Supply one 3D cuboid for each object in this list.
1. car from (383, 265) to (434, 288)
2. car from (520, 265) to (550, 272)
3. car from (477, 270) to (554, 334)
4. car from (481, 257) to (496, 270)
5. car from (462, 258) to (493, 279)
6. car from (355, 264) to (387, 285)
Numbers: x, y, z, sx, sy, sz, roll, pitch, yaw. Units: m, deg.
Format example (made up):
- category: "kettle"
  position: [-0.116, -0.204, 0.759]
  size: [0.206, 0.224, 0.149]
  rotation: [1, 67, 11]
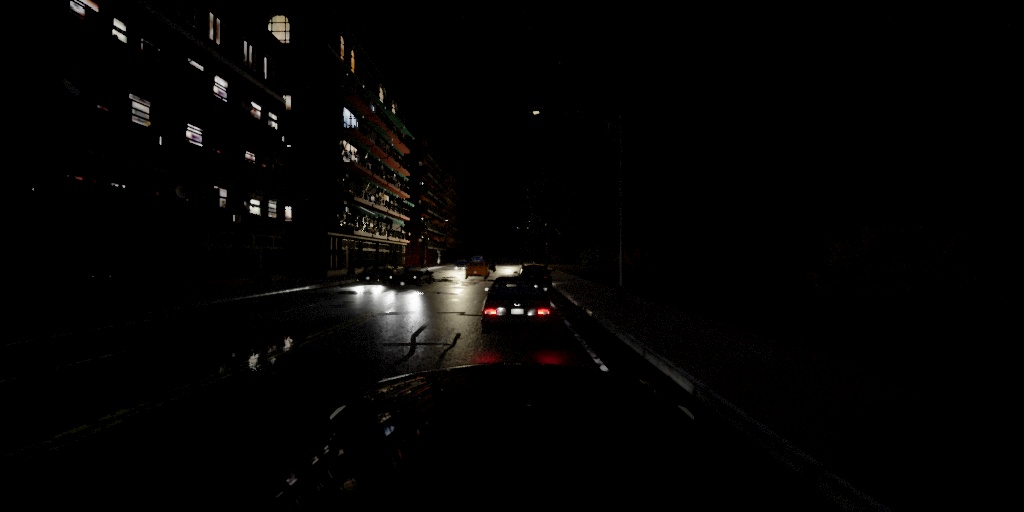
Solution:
- category: "car"
  position: [-6.552, 1.353, 23.665]
  size: [1.895, 1.301, 4.718]
  rotation: [0, 0, 0]
- category: "car"
  position: [1.177, 1.257, 20.272]
  size: [1.837, 1.490, 4.892]
  rotation: [0, 0, 0]
- category: "car"
  position: [0.120, 1.299, 10.584]
  size: [2.033, 1.411, 5.357]
  rotation: [0, 0, 0]
- category: "car"
  position: [-3.053, 1.229, 45.692]
  size: [1.882, 1.535, 5.008]
  rotation: [0, 0, 0]
- category: "car"
  position: [-3.082, 1.230, 32.656]
  size: [1.882, 1.535, 5.008]
  rotation: [0, 0, 0]
- category: "car"
  position: [-9.797, 1.316, 26.347]
  size: [1.994, 1.385, 4.181]
  rotation: [0, 0, 0]
